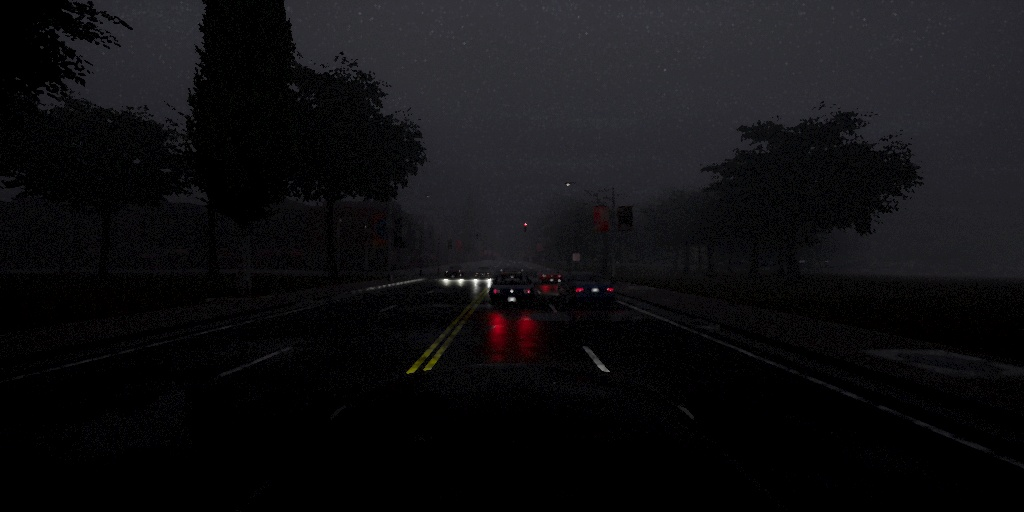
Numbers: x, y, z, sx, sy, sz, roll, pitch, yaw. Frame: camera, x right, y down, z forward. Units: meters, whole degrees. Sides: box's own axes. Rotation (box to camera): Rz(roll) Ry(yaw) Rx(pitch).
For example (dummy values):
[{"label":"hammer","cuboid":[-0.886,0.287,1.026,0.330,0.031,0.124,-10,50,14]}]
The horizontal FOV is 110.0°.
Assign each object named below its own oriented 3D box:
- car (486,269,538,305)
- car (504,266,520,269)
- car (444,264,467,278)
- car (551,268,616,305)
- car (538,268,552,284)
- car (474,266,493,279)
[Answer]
[{"label":"car","cuboid":[0.000,1.464,16.537,1.895,1.301,4.718,0,-1,0]},{"label":"car","cuboid":[0.000,1.595,31.513,1.882,1.535,5.008,0,-1,0]},{"label":"car","cuboid":[-6.500,1.728,41.750,2.097,1.767,4.553,0,-1,0]},{"label":"car","cuboid":[3.250,1.410,16.508,2.033,1.411,5.357,0,-1,0]},{"label":"car","cuboid":[3.250,1.727,31.540,1.895,1.301,4.718,0,-1,0]},{"label":"car","cuboid":[-3.250,1.883,41.716,1.837,1.490,4.892,0,-1,0]}]
